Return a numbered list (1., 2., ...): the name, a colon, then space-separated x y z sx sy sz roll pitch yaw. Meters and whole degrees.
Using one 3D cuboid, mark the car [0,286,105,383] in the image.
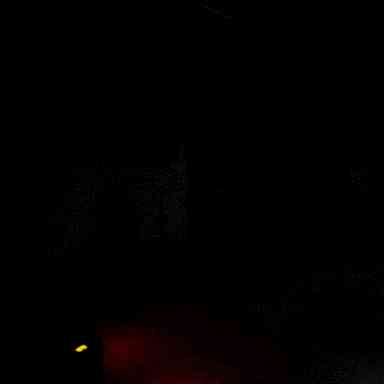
1. car: -3.020 1.526 2.452 4.674 1.442 1.812 0 0 -36
